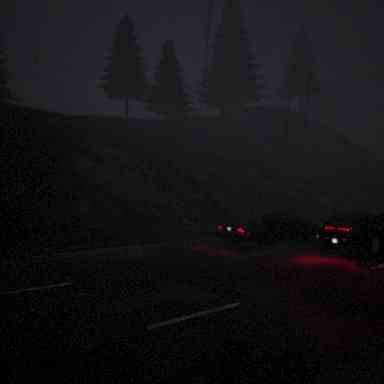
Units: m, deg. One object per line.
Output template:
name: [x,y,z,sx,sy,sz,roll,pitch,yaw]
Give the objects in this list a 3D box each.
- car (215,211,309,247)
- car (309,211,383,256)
car: [3.575,1.554,14.990,5.357,1.411,2.033,0,0,-35]
car: [7.024,1.509,13.129,4.892,1.490,1.837,1,-1,-35]
